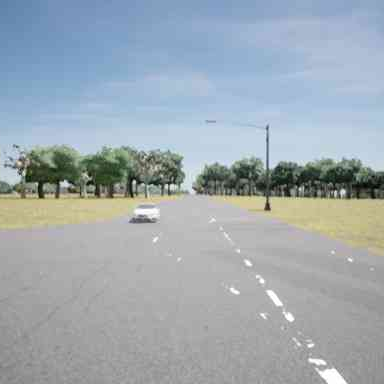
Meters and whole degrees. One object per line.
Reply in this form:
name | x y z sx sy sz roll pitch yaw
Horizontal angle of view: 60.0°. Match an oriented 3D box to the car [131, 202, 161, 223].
car | -3.479 1.543 25.825 1.812 1.442 4.674 0 0 0
